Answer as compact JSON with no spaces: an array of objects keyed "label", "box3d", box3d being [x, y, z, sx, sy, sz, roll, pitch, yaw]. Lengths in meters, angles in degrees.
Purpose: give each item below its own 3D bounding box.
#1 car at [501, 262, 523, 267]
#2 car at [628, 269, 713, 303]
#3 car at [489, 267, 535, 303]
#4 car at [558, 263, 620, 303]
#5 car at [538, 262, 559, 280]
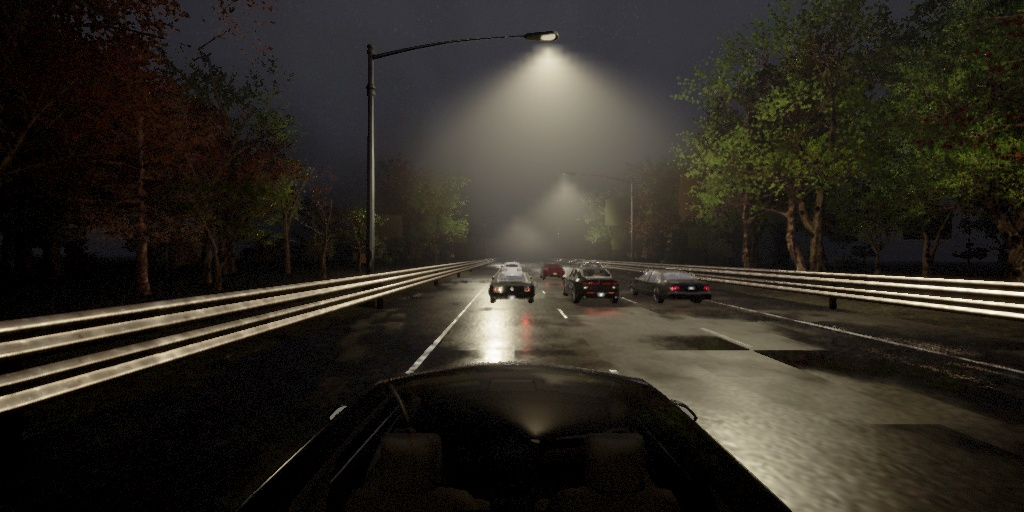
[{"label":"car","box3d":[0.000,1.273,31.500,1.812,1.442,4.674,0,0,0]},{"label":"car","box3d":[7.000,1.309,16.500,2.033,1.411,5.357,0,0,0]},{"label":"car","box3d":[0.000,1.362,16.530,1.895,1.301,4.718,0,0,0]},{"label":"car","box3d":[3.500,1.263,16.500,1.837,1.490,4.892,0,0,0]},{"label":"car","box3d":[3.500,1.273,31.500,1.812,1.442,4.674,0,0,0]}]
